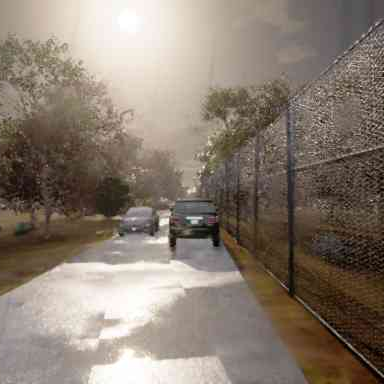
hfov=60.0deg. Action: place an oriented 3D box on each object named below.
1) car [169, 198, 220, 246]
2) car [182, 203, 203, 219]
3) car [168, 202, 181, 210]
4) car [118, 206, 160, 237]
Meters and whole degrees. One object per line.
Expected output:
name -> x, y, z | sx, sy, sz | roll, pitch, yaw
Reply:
car -> 0.096, 1.302, 15.899 | 2.150, 2.045, 5.566 | 0, 0, 0
car -> 0.016, 1.878, 33.395 | 1.994, 1.385, 4.181 | 0, -1, 0
car -> -3.047, 2.494, 59.391 | 2.033, 1.411, 5.357 | 0, -2, 0
car -> -2.879, 1.613, 18.855 | 1.837, 1.490, 4.892 | 0, -1, 0
